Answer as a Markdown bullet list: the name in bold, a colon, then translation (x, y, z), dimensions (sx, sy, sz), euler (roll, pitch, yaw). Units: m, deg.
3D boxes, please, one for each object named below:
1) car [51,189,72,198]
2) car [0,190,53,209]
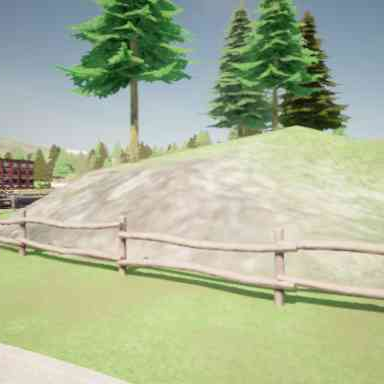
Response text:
- **car**: translation (-23.499, 0.241, 57.132), dimensions (2.128, 1.511, 4.902), euler (0, 1, 18)
- **car**: translation (-16.616, 0.838, 32.675), dimensions (2.033, 1.411, 5.357), euler (0, 1, 17)
